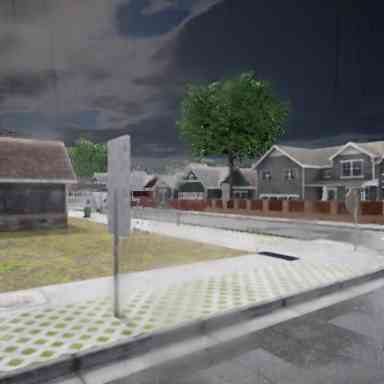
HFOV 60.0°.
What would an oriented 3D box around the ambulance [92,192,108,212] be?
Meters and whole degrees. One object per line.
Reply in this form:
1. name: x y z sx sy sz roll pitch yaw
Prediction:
1. ambulance: -10.258 1.240 40.992 2.351 2.431 6.366 0 0 -35
